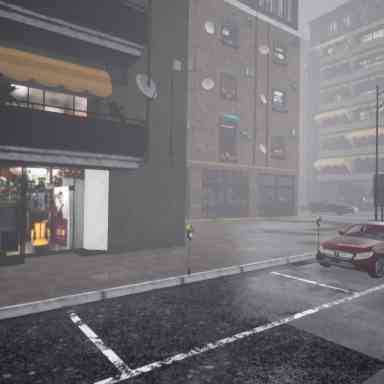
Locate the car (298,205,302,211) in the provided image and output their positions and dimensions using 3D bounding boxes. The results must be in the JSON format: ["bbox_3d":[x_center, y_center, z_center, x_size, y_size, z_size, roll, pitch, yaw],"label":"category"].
[{"bbox_3d":[15.272,1.707,40.731,1.752,1.417,4.829,1,-1,-36],"label":"car"}]

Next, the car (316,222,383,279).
[{"bbox_3d":[5.543,1.588,10.100,4.206,1.307,1.802,0,1,-36],"label":"car"}]

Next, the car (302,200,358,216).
[{"bbox_3d":[13.993,1.541,33.236,2.128,1.511,4.902,2,-1,-36],"label":"car"}]
